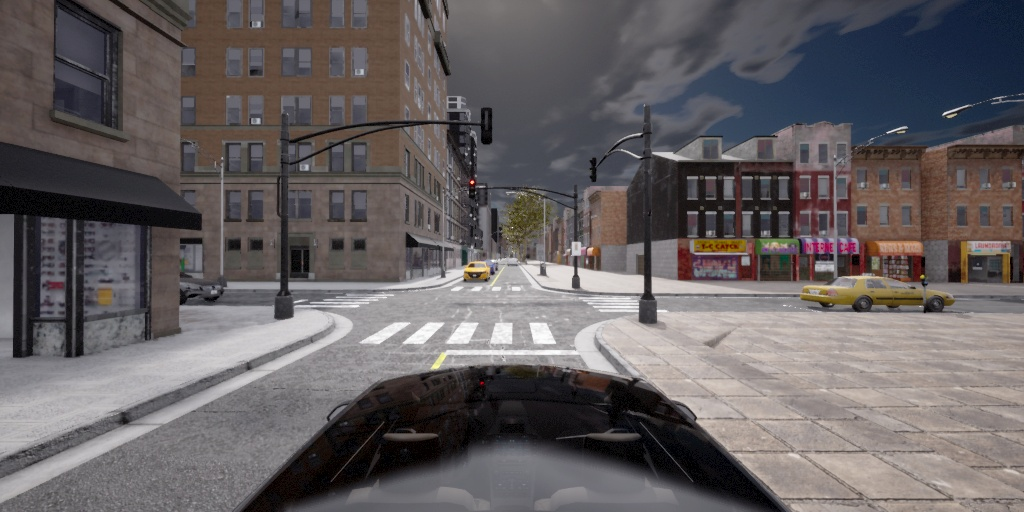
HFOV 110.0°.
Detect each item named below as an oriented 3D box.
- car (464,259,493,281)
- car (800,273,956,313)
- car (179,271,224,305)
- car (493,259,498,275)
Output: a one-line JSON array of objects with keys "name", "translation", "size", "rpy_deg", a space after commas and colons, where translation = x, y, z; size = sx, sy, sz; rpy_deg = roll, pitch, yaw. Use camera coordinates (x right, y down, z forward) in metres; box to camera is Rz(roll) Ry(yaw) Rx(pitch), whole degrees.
[{"name": "car", "translation": [-2.849, 1.214, 29.800], "size": [1.882, 1.535, 5.008], "rpy_deg": [0, 0, 0]}, {"name": "car", "translation": [13.881, 1.346, 13.711], "size": [4.829, 1.417, 1.751], "rpy_deg": [0, 0, 0]}, {"name": "car", "translation": [-14.412, 1.195, 14.537], "size": [4.674, 1.442, 1.812], "rpy_deg": [0, 0, 0]}, {"name": "car", "translation": [-2.860, 1.209, 39.205], "size": [1.882, 1.535, 5.008], "rpy_deg": [0, 0, 0]}]
